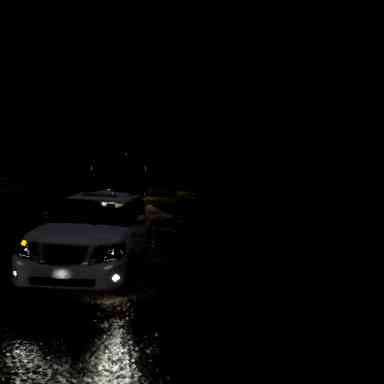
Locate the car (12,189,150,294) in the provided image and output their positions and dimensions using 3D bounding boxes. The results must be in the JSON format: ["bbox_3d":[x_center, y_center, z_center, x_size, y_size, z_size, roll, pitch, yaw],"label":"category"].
[{"bbox_3d":[-2.344,1.039,8.615,2.150,2.045,5.566,3,1,-1],"label":"car"}]

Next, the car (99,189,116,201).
[{"bbox_3d":[-11.603,0.363,45.475,2.128,1.511,4.902,1,1,-15],"label":"car"}]
